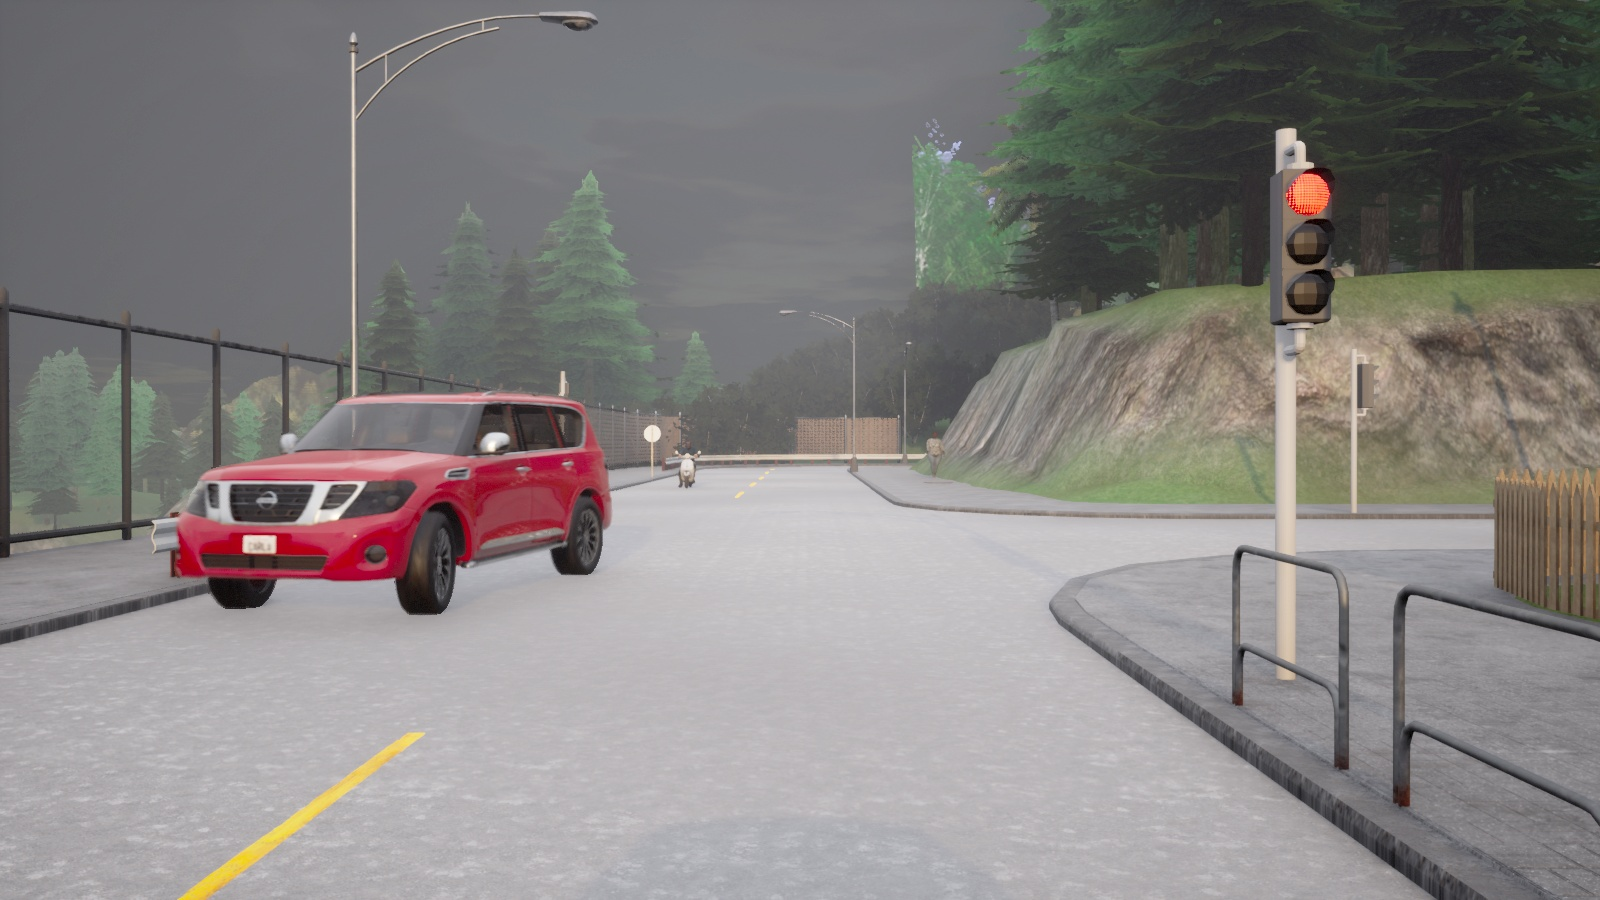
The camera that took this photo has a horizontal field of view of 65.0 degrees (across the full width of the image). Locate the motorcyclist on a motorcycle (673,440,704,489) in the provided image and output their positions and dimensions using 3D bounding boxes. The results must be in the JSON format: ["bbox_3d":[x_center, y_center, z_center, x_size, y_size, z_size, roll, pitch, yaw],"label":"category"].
[{"bbox_3d":[-3.707,0.461,41.817,0.866,1.590,1.817,0,0,0],"label":"motorcyclist on a motorcycle"}]

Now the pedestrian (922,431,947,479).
[{"bbox_3d":[5.280,0.182,49.306,0.874,1.855,0.900,0,0,-1],"label":"pedestrian"}]

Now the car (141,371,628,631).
[{"bbox_3d":[-3.760,0.390,12.825,2.150,2.045,5.566,0,0,13],"label":"car"}]
